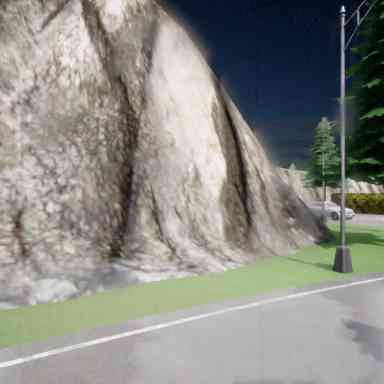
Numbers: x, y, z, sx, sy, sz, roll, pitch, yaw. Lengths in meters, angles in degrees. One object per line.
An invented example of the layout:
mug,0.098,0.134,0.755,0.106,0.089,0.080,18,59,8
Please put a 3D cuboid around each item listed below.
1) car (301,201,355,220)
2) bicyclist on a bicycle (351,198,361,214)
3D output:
car,11.287,1.526,27.983,1.812,1.442,4.674,0,0,-28
bicyclist on a bicycle,16.458,1.453,33.365,1.656,1.620,0.582,0,0,-28
